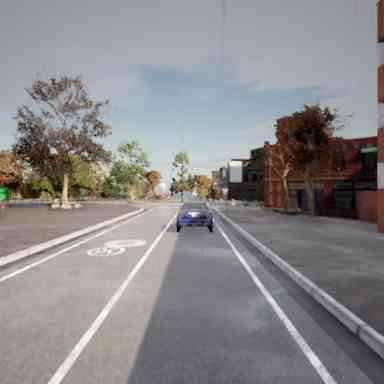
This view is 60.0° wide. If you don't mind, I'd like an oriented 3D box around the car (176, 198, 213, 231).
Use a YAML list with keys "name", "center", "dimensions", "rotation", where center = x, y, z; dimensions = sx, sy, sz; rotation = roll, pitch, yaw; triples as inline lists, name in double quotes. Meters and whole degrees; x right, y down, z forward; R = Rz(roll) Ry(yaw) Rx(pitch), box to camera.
- name: "car"
  center: [0.152, 1.315, 20.444]
  dimensions: [2.097, 1.767, 4.553]
  rotation: [0, 0, 0]

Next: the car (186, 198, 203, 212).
- name: "car"
  center: [0.359, 1.430, 38.010]
  dimensions: [1.837, 1.490, 4.892]
  rotation: [0, 0, 2]
